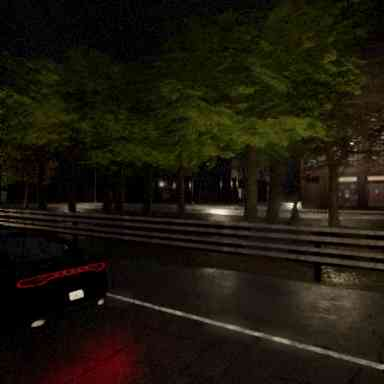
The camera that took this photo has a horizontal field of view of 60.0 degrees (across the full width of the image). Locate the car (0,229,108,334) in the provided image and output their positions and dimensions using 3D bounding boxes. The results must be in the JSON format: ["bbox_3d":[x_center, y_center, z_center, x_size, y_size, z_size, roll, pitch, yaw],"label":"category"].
[{"bbox_3d":[-3.859,1.493,6.745,5.008,1.535,1.882,0,0,35],"label":"car"}]
